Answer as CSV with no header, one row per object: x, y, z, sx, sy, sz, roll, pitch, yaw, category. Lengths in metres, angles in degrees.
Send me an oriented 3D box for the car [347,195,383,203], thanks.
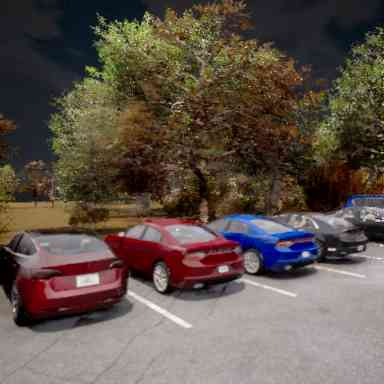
10.642,1.212,17.146,2.435,2.045,5.566,0,0,-36,car

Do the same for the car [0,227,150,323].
-3.081,1.508,7.423,2.163,1.488,4.792,0,0,-35,car

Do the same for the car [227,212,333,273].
1.537,1.475,10.674,2.097,1.535,5.008,0,0,-36,car

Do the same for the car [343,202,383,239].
8.424,1.468,15.606,2.231,1.521,4.892,0,0,-36,car

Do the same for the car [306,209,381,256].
3.835,1.475,12.315,2.231,1.521,4.892,0,0,-36,car

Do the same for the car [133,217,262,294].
-0.762,1.477,9.035,2.097,1.535,5.008,0,0,-36,car
